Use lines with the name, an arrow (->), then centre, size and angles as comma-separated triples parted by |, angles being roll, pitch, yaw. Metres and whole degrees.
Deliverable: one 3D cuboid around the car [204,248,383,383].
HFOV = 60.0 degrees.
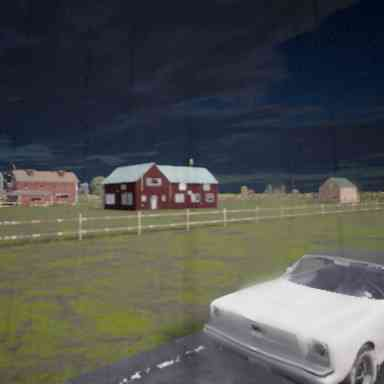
car -> 2.434, 1.661, 5.255 | 4.718, 1.301, 1.895 | 0, -1, -41
